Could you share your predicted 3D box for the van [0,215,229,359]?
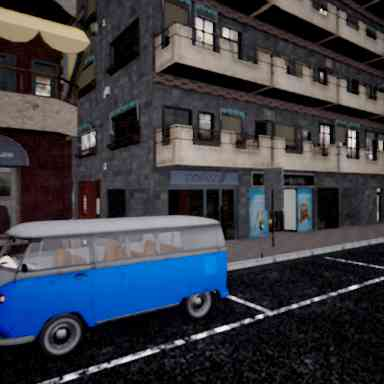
[{"bbox_3d":[-1.236,1.339,5.688,3.998,1.788,1.690,0,0,-35],"label":"van"}]
